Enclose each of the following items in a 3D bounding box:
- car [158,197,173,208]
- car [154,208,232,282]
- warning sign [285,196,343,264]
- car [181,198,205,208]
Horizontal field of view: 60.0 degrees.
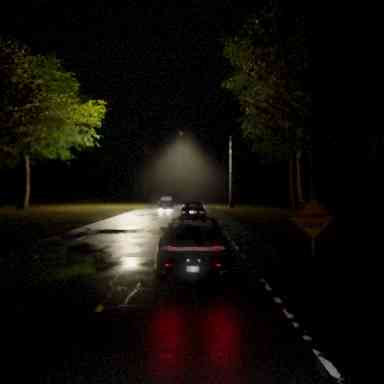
[{"bbox_3d":[-3.581,1.393,45.685,2.128,1.511,4.902,0,0,0],"label":"car"},{"bbox_3d":[0.049,1.446,9.591,2.128,1.511,4.902,0,0,1],"label":"car"},{"bbox_3d":[3.540,1.068,9.767,1.300,1.860,1.060,-1,-1,0],"label":"warning sign"},{"bbox_3d":[0.067,1.456,26.070,2.033,1.411,5.357,0,0,0],"label":"car"}]
